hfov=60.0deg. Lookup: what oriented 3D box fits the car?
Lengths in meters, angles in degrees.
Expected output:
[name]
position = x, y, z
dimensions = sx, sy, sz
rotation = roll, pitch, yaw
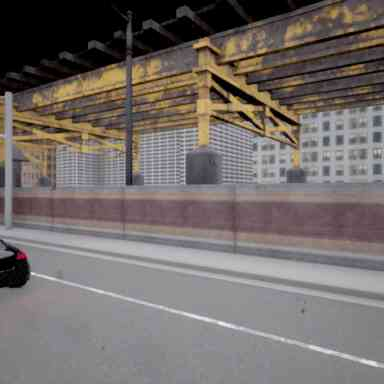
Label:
[car]
position = -5.764, 1.561, 8.027
dimensions = 4.181, 1.385, 1.994
rotation = 0, 0, 36
